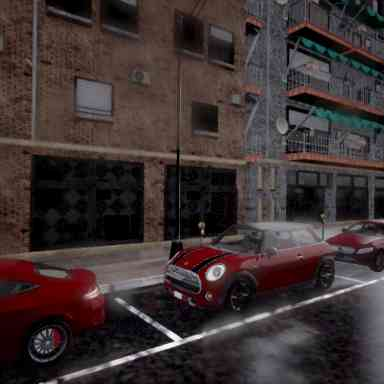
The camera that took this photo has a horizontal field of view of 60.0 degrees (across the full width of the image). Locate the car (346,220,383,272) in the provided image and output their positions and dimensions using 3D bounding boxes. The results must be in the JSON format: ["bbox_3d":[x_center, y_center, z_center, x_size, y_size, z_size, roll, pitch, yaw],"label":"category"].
[{"bbox_3d":[5.957,1.582,10.795,4.206,1.307,1.802,0,1,-35],"label":"car"}]

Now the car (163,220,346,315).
[{"bbox_3d":[1.359,1.440,7.512,4.097,1.590,1.967,0,1,-35],"label":"car"}]

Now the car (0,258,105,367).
[{"bbox_3d":[-3.245,1.581,4.232,4.206,1.307,1.802,0,1,-35],"label":"car"}]
